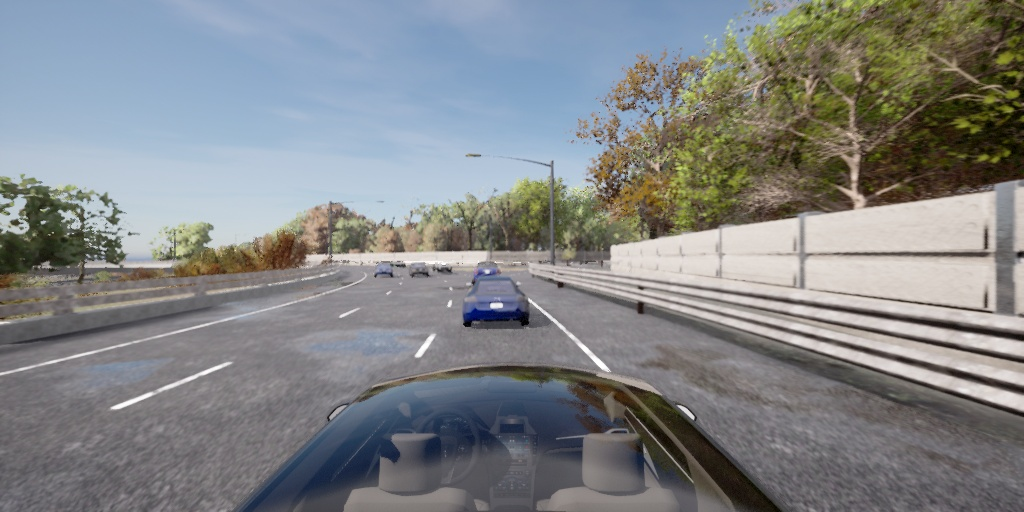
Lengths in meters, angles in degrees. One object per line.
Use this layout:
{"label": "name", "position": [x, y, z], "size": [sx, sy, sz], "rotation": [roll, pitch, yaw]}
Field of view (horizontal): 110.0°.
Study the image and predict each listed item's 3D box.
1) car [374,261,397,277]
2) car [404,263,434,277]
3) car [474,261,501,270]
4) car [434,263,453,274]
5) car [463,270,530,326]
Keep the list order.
{"label": "car", "position": [-13.826, 1.479, 38.650], "size": [2.033, 1.411, 5.357], "rotation": [0, 0, -20]}
{"label": "car", "position": [-10.123, 1.465, 38.694], "size": [2.033, 1.411, 5.357], "rotation": [0, 0, -20]}
{"label": "car", "position": [-1.922, 1.199, 27.938], "size": [2.097, 1.767, 4.553], "rotation": [0, 0, -4]}
{"label": "car", "position": [-8.926, 1.535, 45.137], "size": [1.895, 1.301, 4.718], "rotation": [0, 0, -23]}
{"label": "car", "position": [-0.580, 1.352, 11.947], "size": [1.994, 1.385, 4.181], "rotation": [0, 0, -4]}
